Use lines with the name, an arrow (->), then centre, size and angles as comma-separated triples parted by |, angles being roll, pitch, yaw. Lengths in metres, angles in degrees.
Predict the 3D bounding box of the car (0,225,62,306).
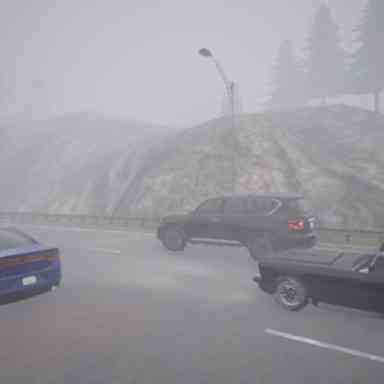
car -> -5.008, 1.437, 7.259 | 5.008, 1.535, 1.882 | 0, 0, 32

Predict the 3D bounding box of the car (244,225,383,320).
car -> 3.524, 1.510, 5.848 | 4.718, 1.301, 1.895 | 0, 1, 35

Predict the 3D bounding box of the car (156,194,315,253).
car -> 1.368, 1.089, 11.543 | 5.566, 2.045, 2.150 | 0, 0, 33
